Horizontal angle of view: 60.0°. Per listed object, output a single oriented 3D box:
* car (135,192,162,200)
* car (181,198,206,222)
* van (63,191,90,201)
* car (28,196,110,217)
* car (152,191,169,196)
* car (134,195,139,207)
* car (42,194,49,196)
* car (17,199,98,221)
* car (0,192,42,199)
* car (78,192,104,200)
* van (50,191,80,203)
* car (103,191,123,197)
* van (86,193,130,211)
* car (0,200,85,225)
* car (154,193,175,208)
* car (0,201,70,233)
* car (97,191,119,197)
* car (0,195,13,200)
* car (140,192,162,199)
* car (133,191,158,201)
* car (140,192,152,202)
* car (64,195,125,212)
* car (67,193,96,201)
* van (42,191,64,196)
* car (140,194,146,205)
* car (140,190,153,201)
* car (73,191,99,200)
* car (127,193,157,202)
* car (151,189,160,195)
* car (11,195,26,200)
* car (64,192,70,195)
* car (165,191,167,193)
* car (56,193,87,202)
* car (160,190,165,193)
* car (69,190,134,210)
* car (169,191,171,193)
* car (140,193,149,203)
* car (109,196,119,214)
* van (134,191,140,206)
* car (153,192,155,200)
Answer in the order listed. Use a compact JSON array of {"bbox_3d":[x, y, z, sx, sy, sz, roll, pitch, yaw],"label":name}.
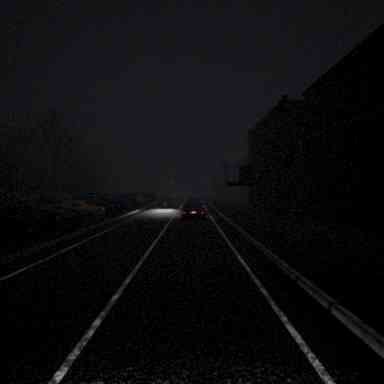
[{"bbox_3d":[-9.274,0.816,71.358,5.366,1.575,1.946,0,1,0],"label":"car"},{"bbox_3d":[0.105,1.472,25.812,2.033,1.411,5.357,0,0,0],"label":"car"},{"bbox_3d":[-21.822,0.753,62.890,4.442,1.987,1.878,0,1,0],"label":"van"},{"bbox_3d":[-9.540,1.345,26.130,5.366,1.575,1.946,0,0,0],"label":"car"},{"bbox_3d":[-8.952,0.425,93.960,4.674,1.452,2.002,0,1,0],"label":"car"},{"bbox_3d":[-9.274,1.370,40.257,4.674,1.452,2.002,0,0,0],"label":"car"},{"bbox_3d":[-21.825,1.322,42.994,5.008,1.535,2.097,0,0,0],"label":"car"},{"bbox_3d":[-9.374,1.392,23.303,4.674,1.452,2.002,0,0,0],"label":"car"},{"bbox_3d":[-21.820,1.078,40.159,5.566,2.045,2.435,0,0,0],"label":"car"},{"bbox_3d":[-21.652,0.821,71.236,5.008,1.535,2.097,0,1,0],"label":"car"},{"bbox_3d":[-21.859,0.860,57.241,4.442,1.987,1.878,0,1,0],"label":"van"},{"bbox_3d":[-21.551,0.443,91.122,4.892,1.521,2.231,0,1,0],"label":"car"},{"bbox_3d":[-9.405,1.108,37.432,4.442,1.987,1.878,0,0,0],"label":"van"},{"bbox_3d":[-9.391,1.396,20.478,4.674,1.452,2.002,0,0,0],"label":"car"},{"bbox_3d":[-3.268,1.296,43.332,2.128,1.511,4.902,0,1,1],"label":"car"},{"bbox_3d":[-9.434,1.389,17.651,4.792,1.488,2.163,0,0,0],"label":"car"},{"bbox_3d":[-21.570,0.553,85.476,4.892,1.521,2.231,0,1,0],"label":"car"},{"bbox_3d":[-21.853,1.366,34.512,4.792,1.488,2.163,0,0,0],"label":"car"},{"bbox_3d":[-9.069,0.805,74.182,4.674,1.452,2.002,0,1,0],"label":"car"},{"bbox_3d":[-9.153,0.800,65.704,4.553,1.767,2.185,0,1,0],"label":"car"},{"bbox_3d":[-9.199,1.192,51.580,5.008,1.535,2.097,0,1,0],"label":"car"},{"bbox_3d":[-9.327,1.341,31.780,5.008,1.535,2.097,0,0,0],"label":"car"},{"bbox_3d":[-21.696,0.928,65.590,5.008,1.535,2.097,0,1,0],"label":"car"},{"bbox_3d":[-21.675,1.020,48.770,4.442,1.987,1.878,0,1,0],"label":"van"},{"bbox_3d":[-9.241,1.335,45.922,4.674,1.452,2.002,0,1,0],"label":"car"},{"bbox_3d":[-9.220,1.014,54.403,4.553,1.767,2.185,0,1,0],"label":"car"},{"bbox_3d":[-21.705,0.749,68.411,4.553,1.767,2.185,0,1,0],"label":"car"},{"bbox_3d":[-9.324,0.976,62.882,5.366,1.575,1.946,0,1,0],"label":"car"},{"bbox_3d":[-9.183,0.781,60.051,5.566,2.045,2.435,0,1,0],"label":"car"},{"bbox_3d":[-21.836,1.362,37.336,4.792,1.488,2.163,0,0,0],"label":"car"},{"bbox_3d":[-21.808,1.222,51.601,4.792,1.488,2.163,0,1,0],"label":"car"},{"bbox_3d":[-9.009,0.688,79.832,4.792,1.488,2.163,0,1,0],"label":"car"},{"bbox_3d":[-21.731,1.033,60.068,4.892,1.521,2.231,0,1,0],"label":"car"},{"bbox_3d":[-8.919,0.869,68.530,5.366,1.575,1.946,0,1,0],"label":"car"},{"bbox_3d":[-9.277,1.086,34.606,5.566,2.045,2.435,0,0,0],"label":"car"},{"bbox_3d":[-8.966,0.442,91.132,5.008,1.535,2.097,0,1,0],"label":"car"},{"bbox_3d":[-9.219,1.286,48.756,4.674,1.452,2.002,0,1,0],"label":"car"},{"bbox_3d":[-9.333,1.345,28.955,5.008,1.535,2.097,0,0,0],"label":"car"},{"bbox_3d":[-9.372,1.097,42.963,4.442,1.987,1.878,0,0,0],"label":"van"},{"bbox_3d":[-9.174,1.126,57.232,4.674,1.452,2.002,0,1,0],"label":"car"}]
